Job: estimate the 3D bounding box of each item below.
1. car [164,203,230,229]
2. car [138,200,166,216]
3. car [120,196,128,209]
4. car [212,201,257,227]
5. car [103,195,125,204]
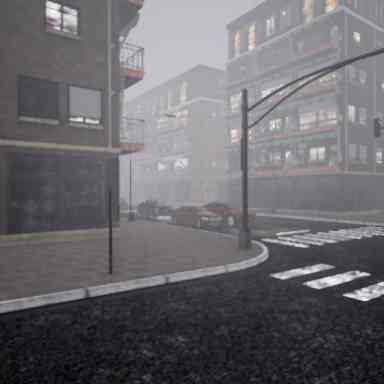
[{"bbox_3d":[0.222,1.532,21.508,1.802,1.307,4.206,0,0,-35],"label":"car"},{"bbox_3d":[-3.439,1.413,31.123,1.994,1.385,4.181,0,1,-35],"label":"car"},{"bbox_3d":[-9.198,1.324,39.257,1.994,1.385,4.181,0,1,-35],"label":"car"},{"bbox_3d":[2.308,1.420,23.030,1.882,1.535,5.008,0,1,-35],"label":"car"},{"bbox_3d":[-12.714,1.188,54.187,1.947,1.339,4.313,0,0,-35],"label":"car"}]
